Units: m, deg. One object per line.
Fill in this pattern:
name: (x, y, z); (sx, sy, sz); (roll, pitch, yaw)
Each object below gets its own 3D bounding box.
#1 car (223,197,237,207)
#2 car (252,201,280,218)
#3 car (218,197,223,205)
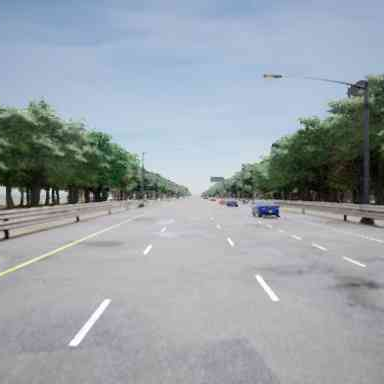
car: (7.198, 1.991, 60.962); (1.812, 1.442, 4.674); (0, -1, 0)
car: (7.055, 1.628, 32.232); (1.882, 1.535, 5.008); (0, -1, 0)
car: (7.328, 2.045, 78.137); (2.097, 1.767, 4.553); (0, -1, 0)
